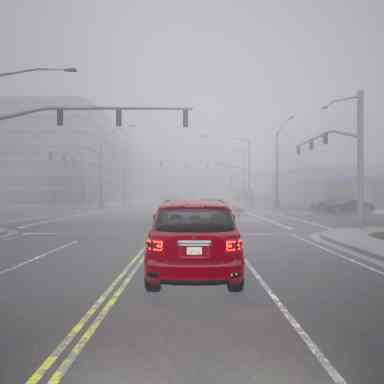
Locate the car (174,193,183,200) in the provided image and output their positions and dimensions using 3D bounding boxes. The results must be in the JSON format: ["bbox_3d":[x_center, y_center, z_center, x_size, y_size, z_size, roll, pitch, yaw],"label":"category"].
[{"bbox_3d":[-3.652,1.214,90.705,2.150,2.045,5.566,0,0,0],"label":"car"}]

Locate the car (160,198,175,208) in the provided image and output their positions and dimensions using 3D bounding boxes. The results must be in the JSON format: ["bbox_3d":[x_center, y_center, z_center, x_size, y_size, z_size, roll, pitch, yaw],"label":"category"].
[{"bbox_3d":[-3.588,1.564,48.988,1.994,1.385,4.181,0,0,-2],"label":"car"}]

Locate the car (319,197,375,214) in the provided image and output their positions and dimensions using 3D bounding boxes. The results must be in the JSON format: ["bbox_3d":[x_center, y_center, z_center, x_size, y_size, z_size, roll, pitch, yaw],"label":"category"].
[{"bbox_3d":[16.553,1.478,35.091,5.008,1.535,1.882,0,0,0],"label":"car"}]

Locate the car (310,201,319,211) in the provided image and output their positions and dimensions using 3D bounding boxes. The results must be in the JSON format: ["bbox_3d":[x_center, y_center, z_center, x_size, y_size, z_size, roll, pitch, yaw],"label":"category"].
[{"bbox_3d":[16.094,1.352,38.598,4.553,1.767,2.097,0,0,0],"label":"car"}]

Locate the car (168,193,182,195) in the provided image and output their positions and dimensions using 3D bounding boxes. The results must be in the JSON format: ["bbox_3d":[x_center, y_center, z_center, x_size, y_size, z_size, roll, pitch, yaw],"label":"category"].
[{"bbox_3d":[-3.657,1.222,64.015,2.150,2.045,5.566,0,0,1],"label":"car"}]

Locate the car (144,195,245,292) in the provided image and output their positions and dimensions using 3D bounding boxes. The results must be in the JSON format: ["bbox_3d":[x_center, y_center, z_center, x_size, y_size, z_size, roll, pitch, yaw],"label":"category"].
[{"bbox_3d":[0.057,1.221,9.054,2.150,2.045,5.566,0,0,0],"label":"car"}]
